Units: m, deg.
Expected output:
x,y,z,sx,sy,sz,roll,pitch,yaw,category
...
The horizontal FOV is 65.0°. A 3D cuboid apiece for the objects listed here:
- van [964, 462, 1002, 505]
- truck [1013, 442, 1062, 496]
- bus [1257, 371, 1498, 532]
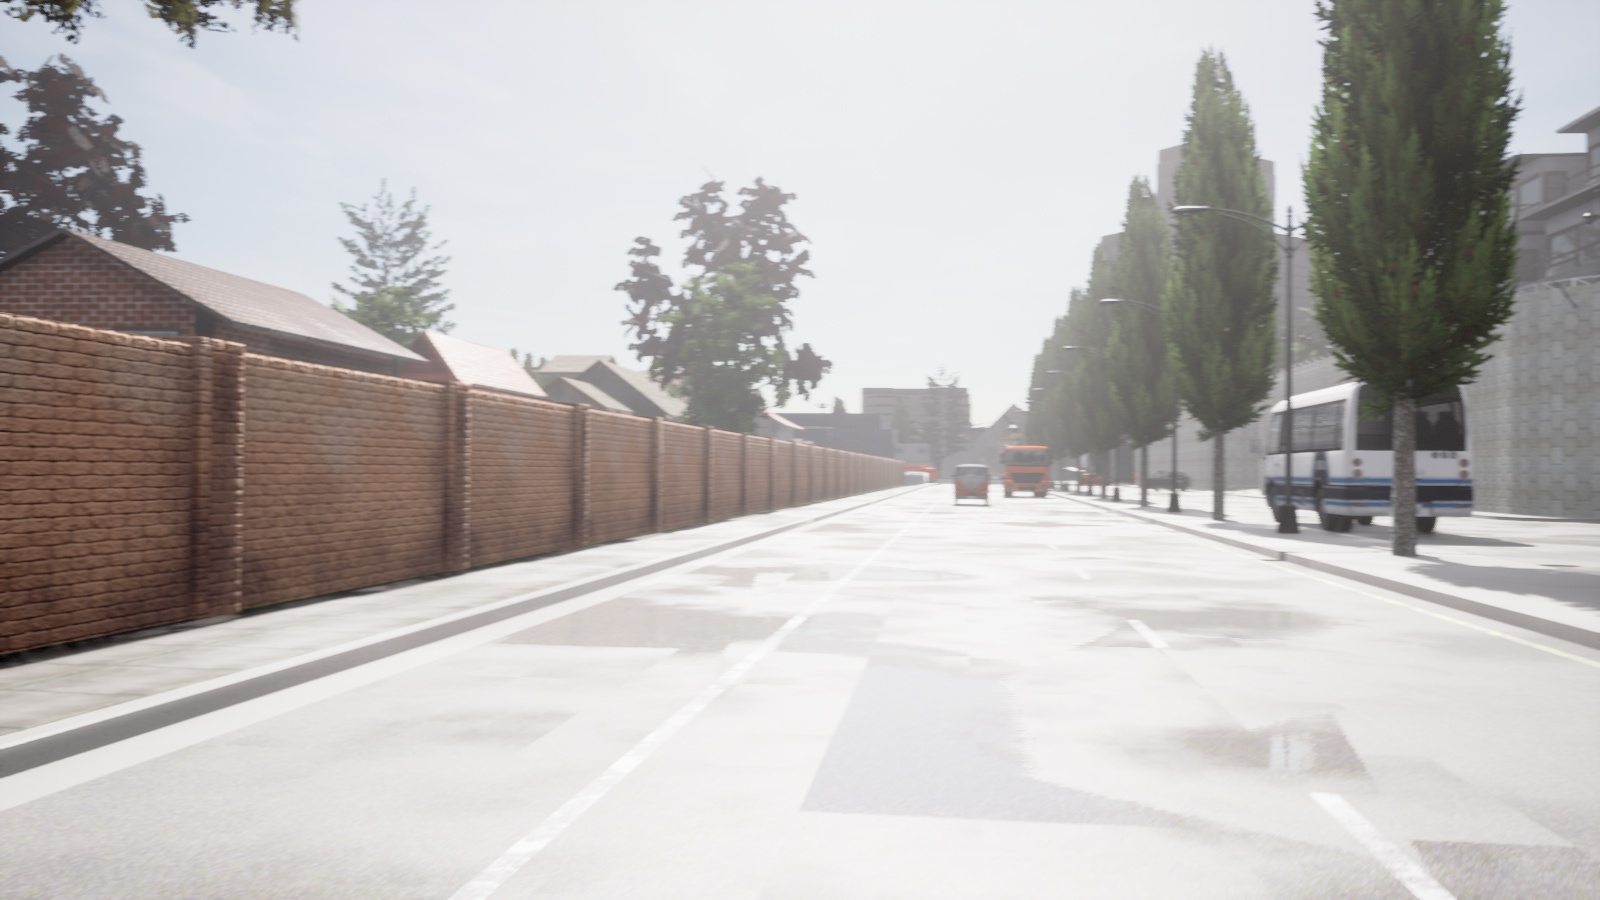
x,y,z,sx,sy,sz,roll,pitch,yaw,category
8.882,1.608,61.036,1.775,1.987,4.442,0,-1,8,van
15.782,1.274,84.016,2.891,3.462,7.936,0,-1,8,truck
17.210,0.118,38.530,3.944,4.253,10.273,0,-1,8,bus
